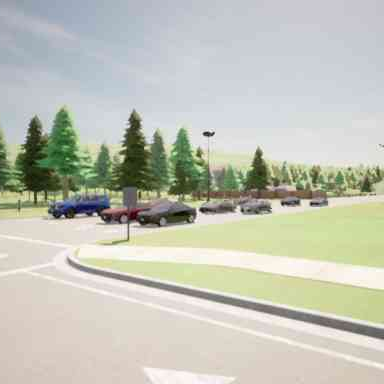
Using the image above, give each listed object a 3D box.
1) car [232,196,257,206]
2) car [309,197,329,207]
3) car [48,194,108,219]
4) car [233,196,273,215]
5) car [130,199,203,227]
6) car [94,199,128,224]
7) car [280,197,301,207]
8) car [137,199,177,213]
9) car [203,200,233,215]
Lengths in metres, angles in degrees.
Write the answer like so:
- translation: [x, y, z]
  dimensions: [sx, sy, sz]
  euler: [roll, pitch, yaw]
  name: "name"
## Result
- translation: [8.654, 1.485, 54.596]
  dimensions: [2.128, 1.511, 4.902]
  euler: [0, 0, 37]
  name: "car"
- translation: [20.064, 1.543, 52.319]
  dimensions: [2.033, 1.411, 5.357]
  euler: [0, 0, 36]
  name: "car"
- translation: [-9.816, 1.214, 29.488]
  dimensions: [2.150, 2.045, 5.566]
  euler: [0, 0, 37]
  name: "car"
- translation: [6.649, 1.487, 34.186]
  dimensions: [2.128, 1.511, 4.902]
  euler: [0, 0, 36]
  name: "car"
- translation: [-1.627, 1.473, 22.900]
  dimensions: [1.882, 1.535, 5.008]
  euler: [0, 0, 36]
  name: "car"
- translation: [-4.498, 1.472, 24.904]
  dimensions: [1.882, 1.535, 5.008]
  euler: [0, 0, 36]
  name: "car"
- translation: [15.426, 1.472, 51.966]
  dimensions: [1.882, 1.535, 5.008]
  euler: [0, 0, 37]
  name: "car"
- translation: [-3.833, 1.519, 37.629]
  dimensions: [1.812, 1.442, 4.674]
  euler: [0, 0, 36]
  name: "car"
- translation: [2.825, 1.542, 34.892]
  dimensions: [2.033, 1.411, 5.357]
  euler: [0, 0, 36]
  name: "car"
